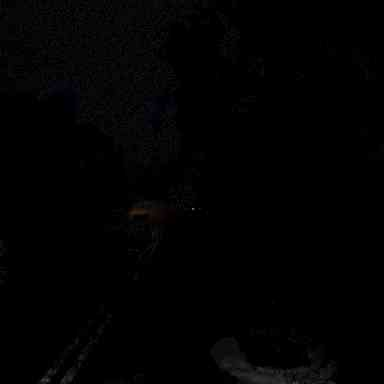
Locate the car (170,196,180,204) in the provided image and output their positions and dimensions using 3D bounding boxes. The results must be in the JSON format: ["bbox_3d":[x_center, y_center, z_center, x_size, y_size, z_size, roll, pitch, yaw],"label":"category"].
[{"bbox_3d":[-3.251,1.485,64.199,1.882,1.535,5.008,0,0,1],"label":"car"}]

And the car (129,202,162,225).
[{"bbox_3d":[-3.340,1.491,24.403,1.882,1.535,5.008,0,0,0],"label":"car"}]

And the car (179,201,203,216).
[{"bbox_3d":[0.112,1.561,32.536,2.033,1.411,5.357,0,0,0],"label":"car"}]
